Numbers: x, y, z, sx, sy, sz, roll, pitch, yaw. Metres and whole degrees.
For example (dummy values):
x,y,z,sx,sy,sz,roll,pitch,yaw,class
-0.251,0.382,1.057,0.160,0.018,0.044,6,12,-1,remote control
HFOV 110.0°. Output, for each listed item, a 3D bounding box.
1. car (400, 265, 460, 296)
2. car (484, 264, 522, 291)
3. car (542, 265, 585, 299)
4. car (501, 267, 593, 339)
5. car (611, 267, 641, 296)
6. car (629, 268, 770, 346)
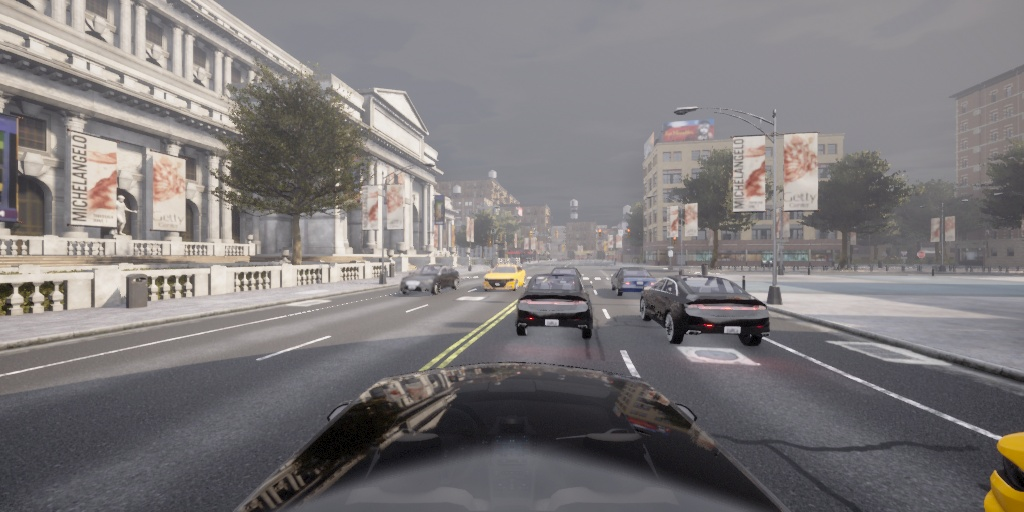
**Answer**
x,y,z,sx,sy,sz,roll,pitch,yaw,class
-4.337,1.242,19.641,2.128,1.511,4.902,0,0,11,car
-0.333,1.263,21.900,1.882,1.535,5.008,0,0,11,car
2.924,1.297,19.700,2.033,1.411,5.357,0,0,11,car
1.259,1.242,10.222,2.128,1.511,4.902,0,0,9,car
6.374,1.297,19.058,2.033,1.411,5.357,0,0,11,car
4.695,1.242,9.450,2.128,1.511,4.902,0,0,9,car
